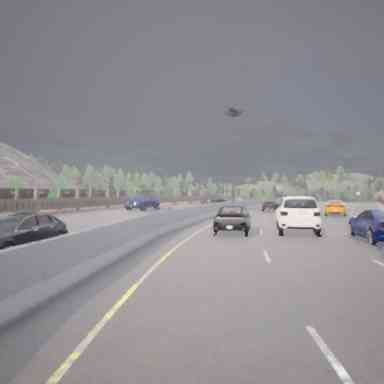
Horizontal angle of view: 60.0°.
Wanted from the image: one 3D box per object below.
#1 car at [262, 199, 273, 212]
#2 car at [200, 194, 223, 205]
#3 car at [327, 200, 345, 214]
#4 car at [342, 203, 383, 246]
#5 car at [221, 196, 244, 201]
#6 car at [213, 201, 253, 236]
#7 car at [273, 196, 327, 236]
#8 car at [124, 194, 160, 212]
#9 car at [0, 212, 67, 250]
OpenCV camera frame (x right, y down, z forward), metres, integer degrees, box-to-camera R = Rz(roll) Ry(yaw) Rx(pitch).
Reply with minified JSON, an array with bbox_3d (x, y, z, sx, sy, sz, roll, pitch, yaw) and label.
[{"bbox_3d":[9.758,1.567,40.083,1.837,1.490,4.892,0,0,25],"label":"car"},{"bbox_3d":[3.152,1.264,50.959,2.150,2.045,5.566,0,0,27],"label":"car"},{"bbox_3d":[14.554,1.556,33.783,1.882,1.535,5.008,0,0,23],"label":"car"},{"bbox_3d":[8.804,1.523,15.509,1.882,1.535,5.008,0,0,11],"label":"car"},{"bbox_3d":[6.502,1.580,49.848,1.812,1.442,4.674,0,0,27],"label":"car"},{"bbox_3d":[2.337,1.512,18.642,2.128,1.511,4.902,0,0,12],"label":"car"},{"bbox_3d":[5.949,1.257,18.977,2.150,2.045,5.566,0,0,13],"label":"car"},{"bbox_3d":[-5.850,1.217,39.969,2.150,2.045,5.566,0,0,22],"label":"car"},{"bbox_3d":[-6.170,1.486,11.541,1.837,1.490,4.892,0,0,8],"label":"car"}]
